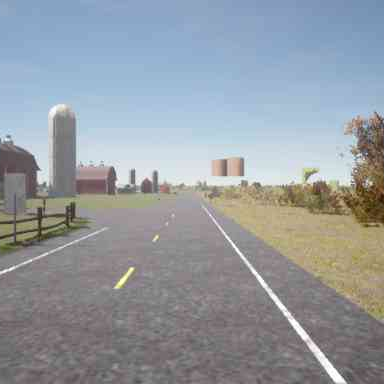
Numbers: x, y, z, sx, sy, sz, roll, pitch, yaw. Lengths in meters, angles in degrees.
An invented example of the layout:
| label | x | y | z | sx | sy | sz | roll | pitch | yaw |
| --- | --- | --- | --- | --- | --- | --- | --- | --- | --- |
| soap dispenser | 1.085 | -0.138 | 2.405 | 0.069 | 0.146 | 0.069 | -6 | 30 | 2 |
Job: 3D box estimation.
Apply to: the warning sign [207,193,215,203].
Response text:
| label | x | y | z | sx | sy | sz | roll | pitch | yaw |
| --- | --- | --- | --- | --- | --- | --- | --- | --- | --- |
| warning sign | 3.560 | 1.095 | 62.601 | 1.300 | 1.860 | 1.060 | 1 | 1 | 0 |
